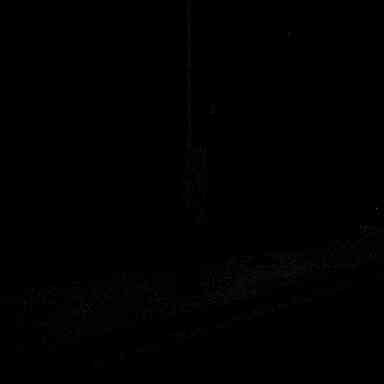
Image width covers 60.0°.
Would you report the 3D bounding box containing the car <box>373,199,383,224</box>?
[{"bbox_3d":[14.489,1.263,21.607,2.097,1.767,4.553,0,1,-36],"label":"car"}]
